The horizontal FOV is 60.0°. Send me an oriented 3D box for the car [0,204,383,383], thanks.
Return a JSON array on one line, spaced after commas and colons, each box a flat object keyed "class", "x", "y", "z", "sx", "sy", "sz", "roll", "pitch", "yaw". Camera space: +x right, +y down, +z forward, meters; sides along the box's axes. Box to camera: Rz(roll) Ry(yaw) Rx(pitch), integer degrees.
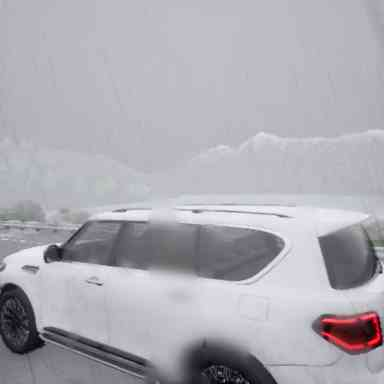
[{"class": "car", "x": -0.406, "y": 1.192, "z": 4.475, "sx": 5.566, "sy": 2.045, "sz": 2.150, "roll": 0, "pitch": 0, "yaw": 34}]
